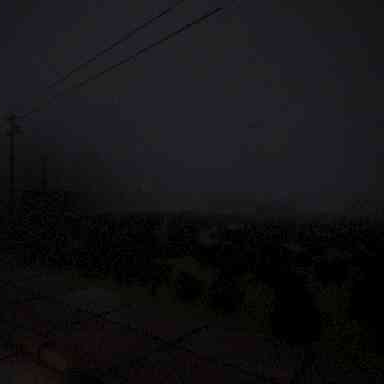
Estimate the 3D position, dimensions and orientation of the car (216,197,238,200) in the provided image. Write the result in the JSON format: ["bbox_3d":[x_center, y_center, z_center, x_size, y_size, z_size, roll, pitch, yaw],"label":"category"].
[{"bbox_3d":[5.166,1.811,55.565,1.895,1.301,4.718,0,0,38],"label":"car"}]

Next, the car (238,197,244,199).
[{"bbox_3d":[8.634,1.760,60.125,1.837,1.490,4.892,0,0,38],"label":"car"}]

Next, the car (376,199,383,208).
[{"bbox_3d":[33.429,1.997,56.094,3.905,1.438,1.784,0,0,37],"label":"car"}]

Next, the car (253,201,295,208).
[{"bbox_3d":[8.932,1.716,36.054,4.674,1.442,1.812,1,1,-4],"label":"car"}]

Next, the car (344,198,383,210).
[{"bbox_3d":[20.016,1.610,38.056,4.605,1.855,1.932,0,0,37],"label":"car"}]
